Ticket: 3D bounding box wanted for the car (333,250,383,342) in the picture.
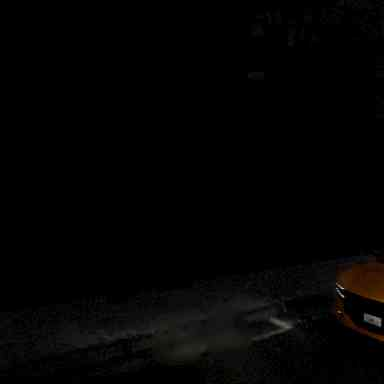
[{"bbox_3d":[4.619,1.523,5.929,5.008,1.535,1.882,1,0,-32],"label":"car"}]
